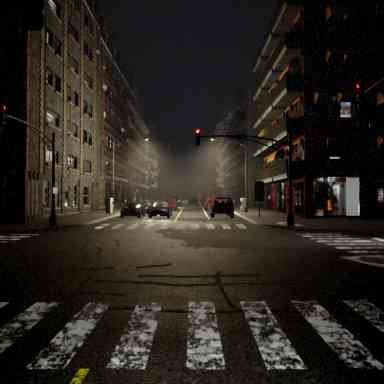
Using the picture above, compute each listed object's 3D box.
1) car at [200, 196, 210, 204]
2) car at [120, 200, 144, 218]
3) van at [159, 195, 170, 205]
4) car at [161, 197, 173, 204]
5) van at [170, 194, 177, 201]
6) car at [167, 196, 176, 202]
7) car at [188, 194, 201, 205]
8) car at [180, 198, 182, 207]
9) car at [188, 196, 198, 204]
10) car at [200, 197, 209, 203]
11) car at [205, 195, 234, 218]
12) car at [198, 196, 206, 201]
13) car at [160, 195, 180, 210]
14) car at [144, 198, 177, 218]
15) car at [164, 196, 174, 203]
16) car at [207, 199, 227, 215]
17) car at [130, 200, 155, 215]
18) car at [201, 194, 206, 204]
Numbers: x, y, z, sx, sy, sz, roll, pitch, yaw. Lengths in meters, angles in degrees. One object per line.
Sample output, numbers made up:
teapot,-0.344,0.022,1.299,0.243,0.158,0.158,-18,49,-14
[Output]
car,2.712,1.558,69.023,1.967,1.590,4.097,1,0,0
car,-5.241,1.578,30.070,1.947,1.339,4.313,1,0,0
van,-5.176,1.429,63.438,1.690,1.788,3.998,1,0,0
car,-5.170,1.668,69.003,2.008,1.369,4.403,1,0,0
van,-5.125,1.590,91.259,1.690,1.788,3.998,1,0,0
car,-5.138,1.766,85.693,2.008,1.369,4.403,1,0,0
car,0.220,1.551,59.847,1.882,1.535,5.008,0,0,0
car,-2.730,1.399,52.547,2.097,1.767,4.553,0,0,0
car,0.206,1.602,70.287,1.882,1.535,5.008,0,0,0
car,2.720,1.730,74.583,1.802,1.307,4.206,1,0,0
car,2.644,1.327,30.101,2.192,1.841,5.009,1,0,0
car,2.752,1.815,91.274,1.947,1.339,4.313,1,0,0
car,-2.768,1.499,40.747,1.882,1.535,5.008,0,0,0
car,-2.790,1.559,30.279,2.033,1.411,5.357,0,0,0
car,-5.159,1.673,74.395,1.752,1.417,4.829,1,0,0
car,2.651,1.541,35.830,1.752,1.417,4.829,1,0,0
car,-5.230,1.581,35.631,1.947,1.339,4.313,1,0,0
car,2.663,1.337,41.225,2.192,1.841,5.009,1,0,0
